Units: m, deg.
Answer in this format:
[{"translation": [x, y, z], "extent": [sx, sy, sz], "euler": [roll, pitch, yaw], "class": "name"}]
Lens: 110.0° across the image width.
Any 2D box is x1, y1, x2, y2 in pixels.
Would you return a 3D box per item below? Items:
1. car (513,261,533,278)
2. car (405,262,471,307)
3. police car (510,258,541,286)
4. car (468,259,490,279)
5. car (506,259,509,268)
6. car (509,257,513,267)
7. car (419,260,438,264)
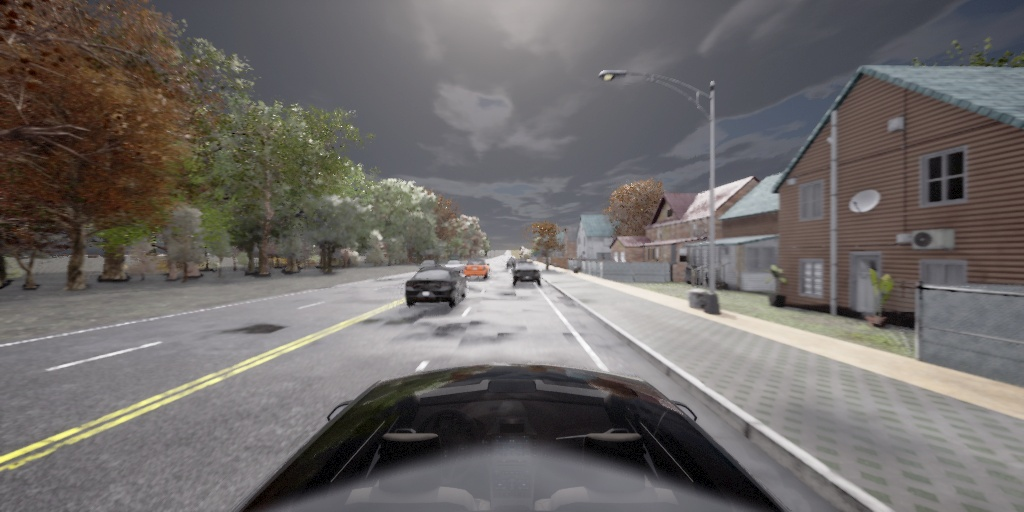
[{"translation": [0.981, 1.245, 35.524], "extent": [1.837, 1.490, 4.892], "euler": [0, 0, 0], "class": "car"}, {"translation": [-3.147, 1.225, 15.602], "extent": [1.882, 1.535, 5.008], "euler": [0, 0, 0], "class": "car"}, {"translation": [0.979, 1.170, 25.634], "extent": [1.930, 1.638, 5.238], "euler": [0, 0, 0], "class": "police car"}, {"translation": [-3.145, 1.092, 32.546], "extent": [2.097, 1.767, 4.553], "euler": [0, 0, 0], "class": "car"}, {"translation": [0.010, 1.203, 59.426], "extent": [2.128, 1.511, 4.902], "euler": [0, 0, 0], "class": "car"}, {"translation": [0.981, 1.085, 41.495], "extent": [2.097, 1.767, 4.553], "euler": [0, 0, 0], "class": "car"}, {"translation": [-9.806, 1.237, 42.710], "extent": [1.837, 1.490, 4.892], "euler": [0, 0, 0], "class": "car"}]
